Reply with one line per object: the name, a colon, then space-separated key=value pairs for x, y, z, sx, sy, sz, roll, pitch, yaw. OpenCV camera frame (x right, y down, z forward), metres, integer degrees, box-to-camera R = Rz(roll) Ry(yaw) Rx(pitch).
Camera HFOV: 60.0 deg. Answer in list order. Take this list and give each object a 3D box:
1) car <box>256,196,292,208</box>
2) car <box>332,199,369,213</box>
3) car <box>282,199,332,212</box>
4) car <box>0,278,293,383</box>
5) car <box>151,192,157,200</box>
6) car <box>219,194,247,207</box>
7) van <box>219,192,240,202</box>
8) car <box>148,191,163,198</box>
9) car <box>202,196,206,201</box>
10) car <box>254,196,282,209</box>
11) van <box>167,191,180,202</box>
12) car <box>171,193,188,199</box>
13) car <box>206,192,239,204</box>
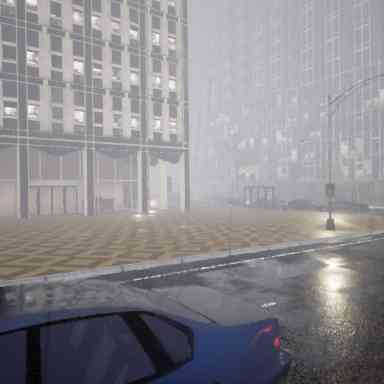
car: x=10.688 y=1.275 z=43.763 sx=1.812 sy=1.442 sz=4.674 roll=-1 pitch=1 yaw=-34
car: x=16.427 y=1.405 z=35.328 sx=1.994 sy=1.385 sz=4.181 roll=-1 pitch=1 yaw=-34
car: x=12.481 y=1.423 z=36.309 sx=1.947 sy=1.339 sz=4.313 roll=0 pitch=1 yaw=-34
car: x=-1.523 y=1.548 z=2.602 sx=5.357 sy=1.411 sz=2.033 roll=0 pitch=0 yaw=-35
car: x=-9.787 y=1.039 z=69.279 sx=2.008 sy=1.369 sz=4.403 roll=0 pitch=1 yaw=-34
car: x=6.151 y=1.319 z=45.753 sx=1.947 sy=1.339 sz=4.313 roll=0 pitch=1 yaw=-34
van: x=6.732 y=0.855 z=59.889 sx=1.690 sy=1.788 sz=3.998 roll=0 pitch=1 yaw=-34
car: x=-9.250 y=0.686 z=83.388 sx=1.967 sy=1.590 sz=4.097 roll=0 pitch=1 yaw=-34
car: x=3.536 y=1.043 z=64.591 sx=1.802 sy=1.307 sz=4.206 roll=0 pitch=1 yaw=-34
car: x=9.298 y=1.388 z=41.021 sx=1.802 sy=1.307 sz=4.206 roll=0 pitch=1 yaw=-34
van: x=-3.393 y=0.937 z=59.877 sx=1.690 sy=1.788 sz=3.998 roll=0 pitch=1 yaw=-34
car: x=-2.857 y=0.936 z=73.991 sx=1.802 sy=1.307 sz=4.206 roll=0 pitch=1 yaw=-34
car: x=4.862 y=1.159 z=52.356 sx=1.837 sy=1.490 sz=4.892 roll=-1 pitch=1 yaw=-34
